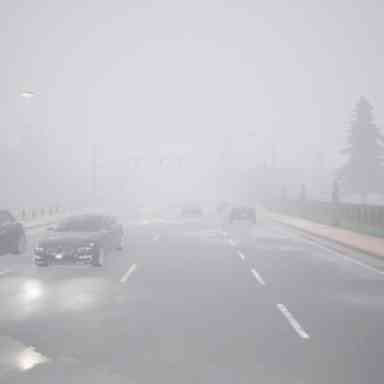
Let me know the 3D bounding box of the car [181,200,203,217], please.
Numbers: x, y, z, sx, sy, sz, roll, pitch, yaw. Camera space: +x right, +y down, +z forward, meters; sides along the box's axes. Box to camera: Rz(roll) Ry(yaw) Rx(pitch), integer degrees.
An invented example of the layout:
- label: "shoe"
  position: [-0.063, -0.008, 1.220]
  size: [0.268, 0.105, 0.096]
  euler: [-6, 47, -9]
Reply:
- label: "car"
  position: [-0.005, 1.465, 30.729]
  size: [2.128, 1.511, 4.902]
  euler: [0, 0, 0]

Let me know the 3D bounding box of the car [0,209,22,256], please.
- label: "car"
  position: [-7.035, 1.342, 10.118]
  size: [2.097, 1.767, 4.553]
  euler: [0, 0, 1]

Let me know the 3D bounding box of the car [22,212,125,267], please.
- label: "car"
  position: [-3.585, 1.496, 11.400]
  size: [1.837, 1.490, 4.892]
  euler: [0, 0, 0]

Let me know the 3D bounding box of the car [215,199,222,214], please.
- label: "car"
  position: [3.532, 1.448, 34.868]
  size: [1.882, 1.535, 5.008]
  euler: [0, 0, 1]

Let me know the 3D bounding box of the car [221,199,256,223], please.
- label: "car"
  position: [3.593, 1.456, 25.314]
  size: [1.882, 1.535, 5.008]
  euler: [0, 0, 0]
